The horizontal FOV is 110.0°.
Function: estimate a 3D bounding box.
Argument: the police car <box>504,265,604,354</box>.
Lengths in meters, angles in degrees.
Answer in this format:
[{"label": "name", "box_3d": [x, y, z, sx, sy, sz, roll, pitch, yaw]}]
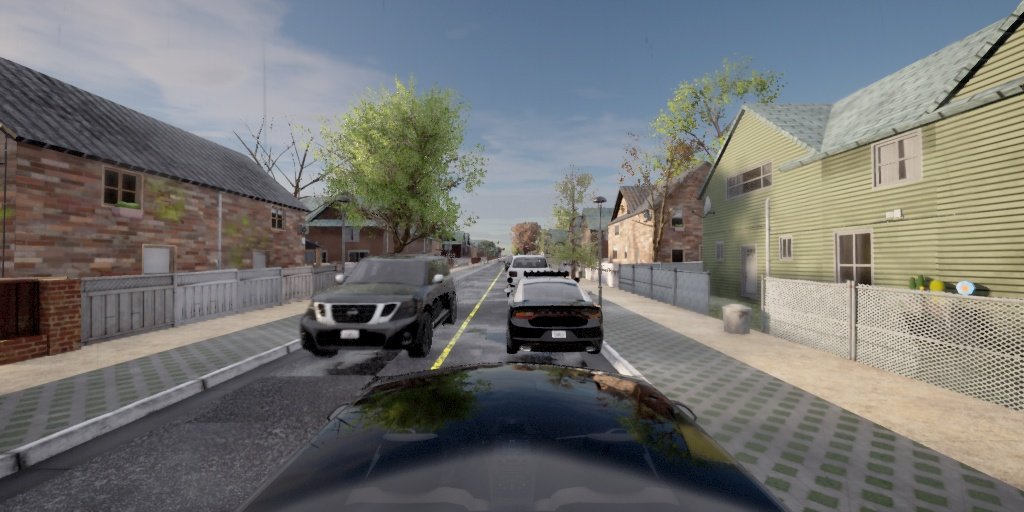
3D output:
[{"label": "police car", "box_3d": [0.829, 1.177, 8.909, 1.930, 1.638, 5.238, 0, 0, 0]}]

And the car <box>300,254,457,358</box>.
[{"label": "car", "box_3d": [-2.746, 0.973, 8.841, 2.150, 2.045, 5.566, 0, 0, 0]}]

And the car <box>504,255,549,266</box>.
[{"label": "car", "box_3d": [0.834, 0.978, 18.832, 2.150, 2.045, 5.566, 0, 0, 0]}]

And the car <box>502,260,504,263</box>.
[{"label": "car", "box_3d": [0.053, 1.350, 46.646, 1.895, 1.301, 4.718, 0, 0, 1]}]
